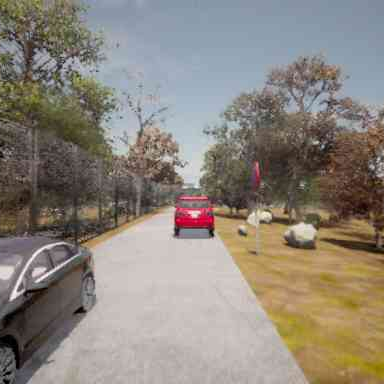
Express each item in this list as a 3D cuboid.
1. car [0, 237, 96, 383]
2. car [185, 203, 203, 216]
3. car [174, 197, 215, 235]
[{"bbox_3d":[-2.845,1.499,4.836,2.128,1.511,4.902,0,0,0],"label":"car"},{"bbox_3d":[0.215,1.915,37.936,1.895,1.301,4.718,0,-1,0],"label":"car"},{"bbox_3d":[0.130,1.322,19.540,2.150,2.045,5.566,0,-1,0],"label":"car"}]
